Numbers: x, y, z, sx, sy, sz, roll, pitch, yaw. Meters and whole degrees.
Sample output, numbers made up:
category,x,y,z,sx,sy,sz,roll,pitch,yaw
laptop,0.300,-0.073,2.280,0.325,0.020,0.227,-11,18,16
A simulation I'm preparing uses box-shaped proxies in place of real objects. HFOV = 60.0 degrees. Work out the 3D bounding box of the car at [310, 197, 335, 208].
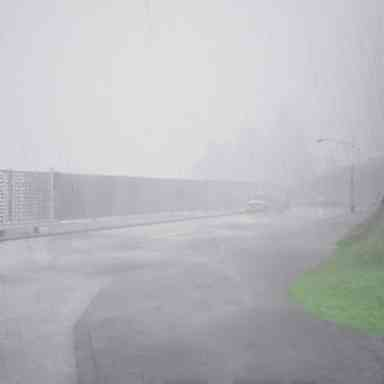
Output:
category,x,y,z,sx,sy,sz,roll,pitch,yaw
car,18.513,1.398,47.004,4.674,1.442,1.812,0,0,-39

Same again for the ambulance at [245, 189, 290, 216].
category,x,y,z,sx,sy,sz,roll,pitch,yaw
ambulance,7.332,0.898,32.027,2.351,2.431,6.366,1,0,36
